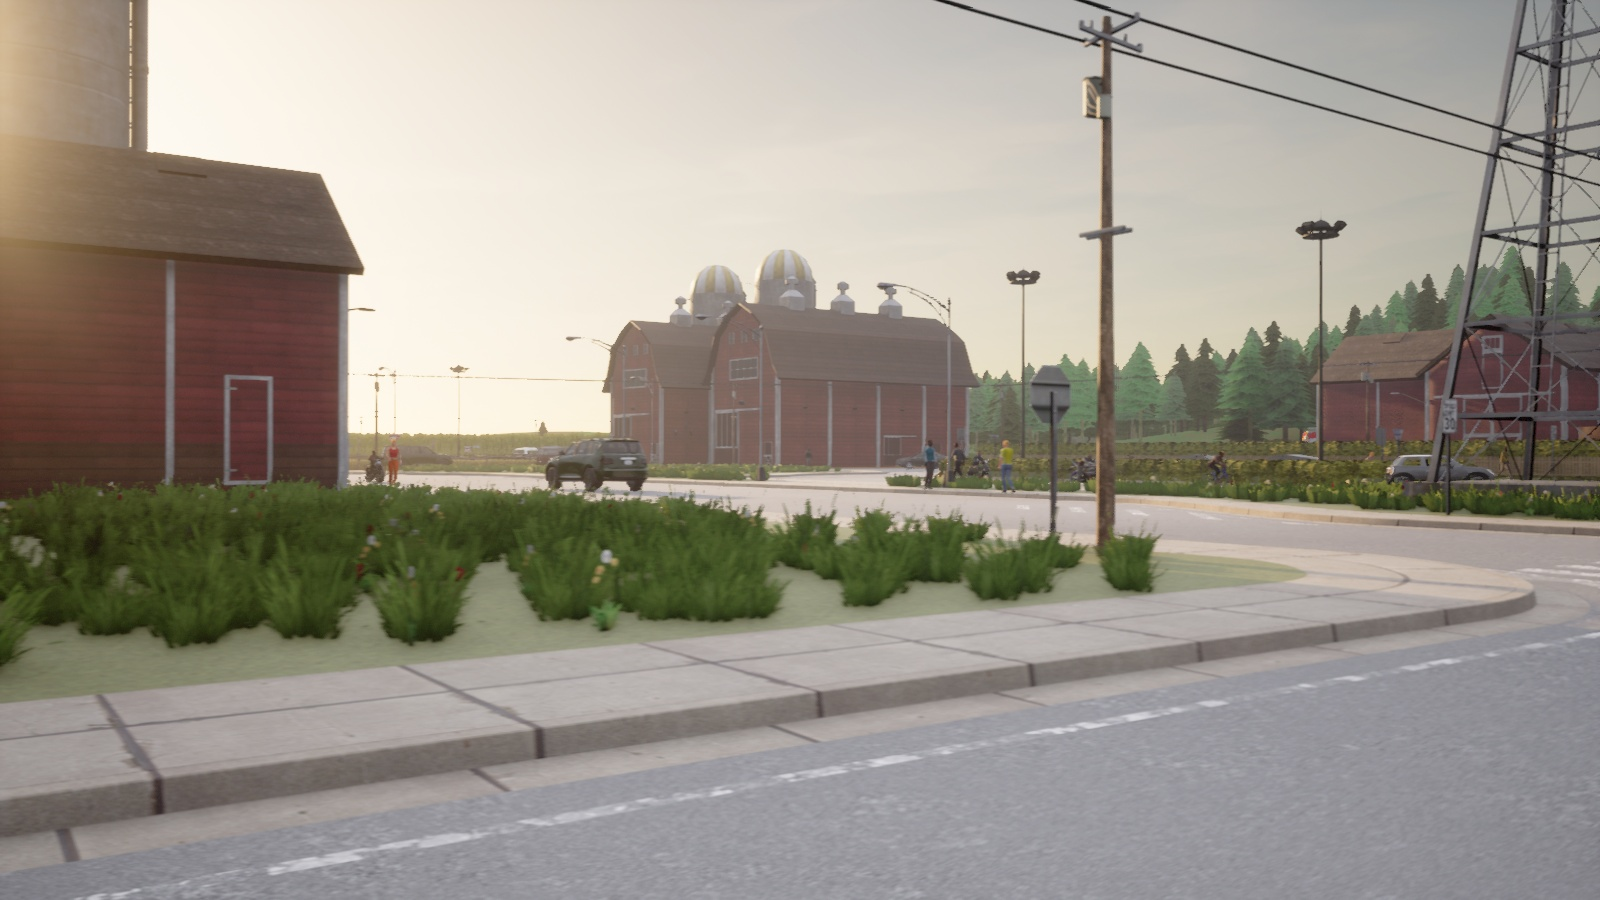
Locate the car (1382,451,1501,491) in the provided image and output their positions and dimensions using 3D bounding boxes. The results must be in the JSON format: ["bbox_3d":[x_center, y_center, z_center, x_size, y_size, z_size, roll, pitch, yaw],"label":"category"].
[{"bbox_3d":[24.307,0.776,47.728,3.806,1.475,1.970,0,0,19],"label":"car"}]

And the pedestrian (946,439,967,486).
[{"bbox_3d":[6.507,0.514,52.225,0.423,1.949,0.788,0,0,-42],"label":"pedestrian"}]

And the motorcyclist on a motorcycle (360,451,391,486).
[{"bbox_3d":[-20.477,0.887,60.506,0.766,1.649,2.350,0,0,-36],"label":"motorcyclist on a motorcycle"}]

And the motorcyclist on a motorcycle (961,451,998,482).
[{"bbox_3d":[9.130,0.835,63.854,0.866,1.590,1.817,0,0,-35],"label":"motorcyclist on a motorcycle"}]

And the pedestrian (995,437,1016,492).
[{"bbox_3d":[6.975,0.490,42.640,0.354,1.836,0.706,0,0,-27],"label":"pedestrian"}]

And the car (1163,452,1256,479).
[{"bbox_3d":[23.800,0.873,73.084,2.163,1.488,4.792,0,0,-35],"label":"car"}]

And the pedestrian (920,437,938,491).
[{"bbox_3d":[4.708,0.503,45.852,0.396,1.930,0.692,0,0,-22],"label":"pedestrian"}]

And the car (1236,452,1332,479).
[{"bbox_3d":[28.114,0.864,73.036,2.163,1.488,4.792,0,0,-35],"label":"car"}]

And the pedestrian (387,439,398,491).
[{"bbox_3d":[-14.677,0.542,45.223,0.345,1.836,0.594,0,0,-21],"label":"pedestrian"}]

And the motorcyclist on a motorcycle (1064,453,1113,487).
[{"bbox_3d":[13.299,0.894,57.979,0.866,1.530,2.191,0,0,-35],"label":"motorcyclist on a motorcycle"}]

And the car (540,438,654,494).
[{"bbox_3d":[-8.040,0.602,49.269,2.150,2.045,5.566,0,0,-36],"label":"car"}]

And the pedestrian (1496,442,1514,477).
[{"bbox_3d":[37.445,0.484,66.687,0.370,1.835,0.726,0,0,-35],"label":"pedestrian"}]
